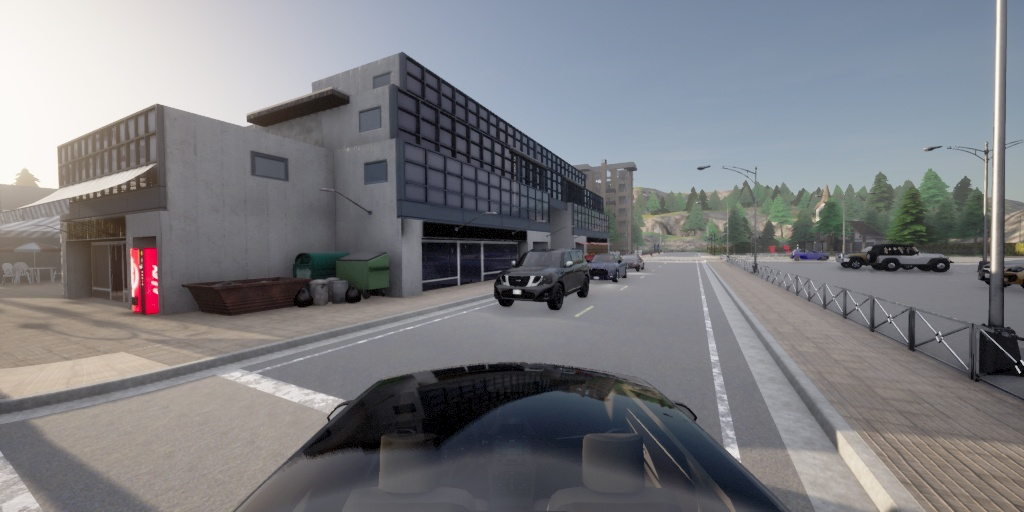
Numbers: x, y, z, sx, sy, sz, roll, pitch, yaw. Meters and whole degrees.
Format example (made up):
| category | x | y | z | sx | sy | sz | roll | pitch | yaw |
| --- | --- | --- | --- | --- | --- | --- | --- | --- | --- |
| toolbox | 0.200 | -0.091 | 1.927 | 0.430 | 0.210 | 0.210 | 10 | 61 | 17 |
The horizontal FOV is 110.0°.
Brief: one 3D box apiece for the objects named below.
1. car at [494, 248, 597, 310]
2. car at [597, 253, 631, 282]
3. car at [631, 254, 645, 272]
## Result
| category | x | y | z | sx | sy | sz | roll | pitch | yaw |
| --- | --- | --- | --- | --- | --- | --- | --- | --- | --- |
| car | 1.409 | 0.730 | 13.849 | 2.150 | 2.045 | 5.566 | 0 | 1 | 27 |
| car | 5.872 | 0.627 | 22.615 | 2.097 | 1.767 | 4.553 | 0 | 1 | 27 |
| car | 10.519 | 0.559 | 31.731 | 1.812 | 1.442 | 4.674 | 0 | 1 | 27 |
